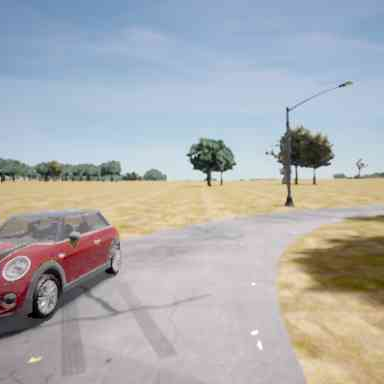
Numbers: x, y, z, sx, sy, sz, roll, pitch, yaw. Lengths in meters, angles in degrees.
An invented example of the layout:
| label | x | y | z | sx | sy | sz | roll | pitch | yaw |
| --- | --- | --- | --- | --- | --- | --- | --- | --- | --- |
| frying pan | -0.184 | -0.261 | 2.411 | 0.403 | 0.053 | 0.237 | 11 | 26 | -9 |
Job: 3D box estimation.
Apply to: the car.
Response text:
| label | x | y | z | sx | sy | sz | roll | pitch | yaw |
| --- | --- | --- | --- | --- | --- | --- | --- | --- | --- |
| car | -3.248 | 1.200 | 7.286 | 2.097 | 1.767 | 4.553 | 0 | 0 | 10 |
